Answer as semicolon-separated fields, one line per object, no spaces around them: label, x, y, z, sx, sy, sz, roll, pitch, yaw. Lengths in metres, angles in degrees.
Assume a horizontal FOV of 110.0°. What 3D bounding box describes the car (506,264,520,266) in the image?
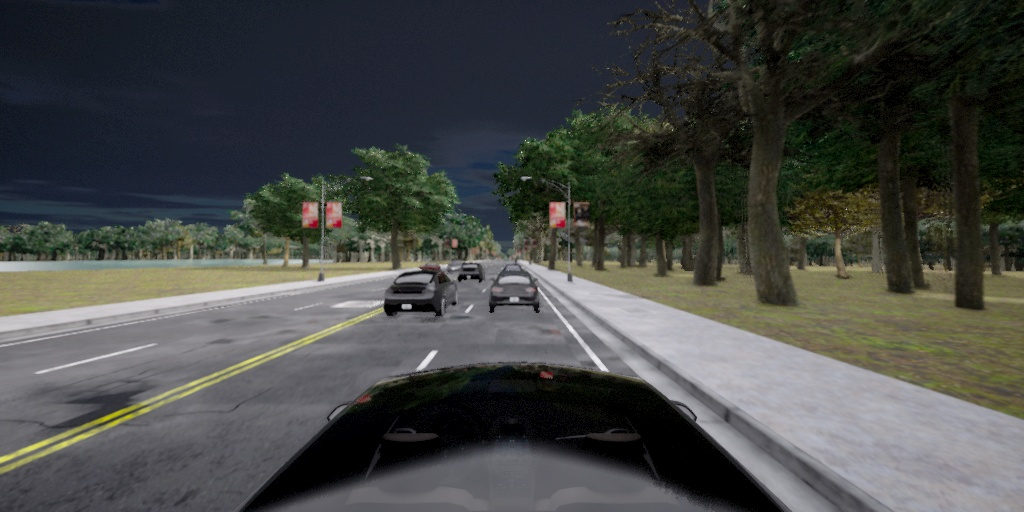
car;0.080;1.358;29.301;1.994;1.385;4.181;0;0;0

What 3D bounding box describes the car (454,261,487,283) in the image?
car;-3.171;1.298;28.774;1.837;1.490;4.892;0;0;0

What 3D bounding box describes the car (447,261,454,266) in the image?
car;-6.599;1.310;42.962;2.128;1.511;4.902;0;0;0

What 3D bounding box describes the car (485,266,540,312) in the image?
car;0.085;1.296;14.314;1.812;1.442;4.674;0;0;0

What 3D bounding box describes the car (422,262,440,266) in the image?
car;-9.850;1.420;43.259;1.895;1.301;4.718;0;0;0

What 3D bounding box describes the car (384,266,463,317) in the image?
car;-3.168;1.274;13.223;1.837;1.490;4.892;0;0;0
